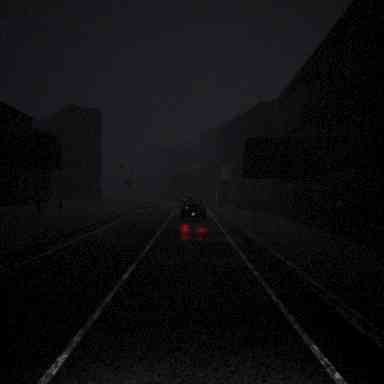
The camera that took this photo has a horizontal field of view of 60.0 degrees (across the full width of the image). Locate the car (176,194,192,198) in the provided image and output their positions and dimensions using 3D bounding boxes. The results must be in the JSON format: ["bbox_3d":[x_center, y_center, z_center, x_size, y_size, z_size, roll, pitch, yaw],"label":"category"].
[{"bbox_3d":[-0.844,1.022,42.524,1.837,1.490,4.892,1,1,-8],"label":"car"}]

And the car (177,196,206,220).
[{"bbox_3d":[0.085,1.303,25.729,2.128,1.511,4.902,0,1,0],"label":"car"}]
